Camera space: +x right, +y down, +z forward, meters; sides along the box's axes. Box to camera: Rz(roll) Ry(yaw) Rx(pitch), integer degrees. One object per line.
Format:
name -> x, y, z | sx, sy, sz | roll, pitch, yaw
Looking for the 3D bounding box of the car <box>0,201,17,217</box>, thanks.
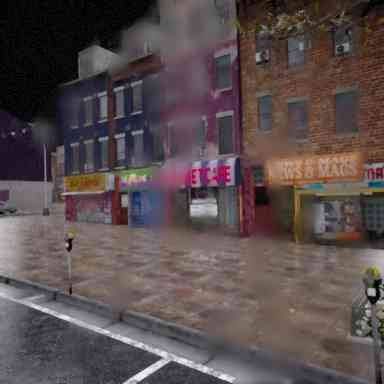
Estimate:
car -> -18.186, 1.564, 29.478 | 2.128, 1.511, 4.902 | -2, -1, 36
